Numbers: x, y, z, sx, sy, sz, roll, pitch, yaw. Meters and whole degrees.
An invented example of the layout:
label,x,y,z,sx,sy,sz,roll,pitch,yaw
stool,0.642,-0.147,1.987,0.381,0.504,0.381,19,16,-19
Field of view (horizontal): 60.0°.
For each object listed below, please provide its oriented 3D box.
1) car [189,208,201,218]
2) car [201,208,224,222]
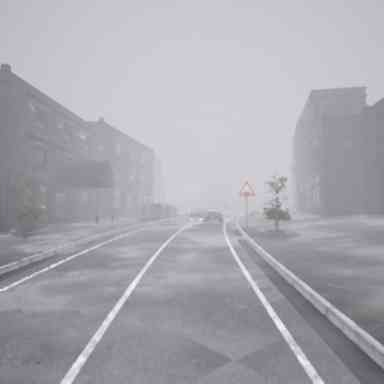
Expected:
label,x,y,z,sx,sy,sz,roll,pitch,yaw
car,1.025,2.865,46.148,2.033,1.411,5.357,-1,-2,11
car,2.366,2.397,35.454,1.812,1.442,4.674,-1,-2,8
